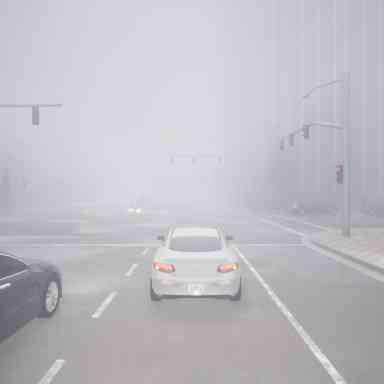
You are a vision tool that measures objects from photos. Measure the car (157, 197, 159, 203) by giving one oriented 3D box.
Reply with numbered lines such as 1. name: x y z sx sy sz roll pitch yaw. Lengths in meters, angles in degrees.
1. car: -8.018 1.561 69.016 1.994 1.385 4.181 0 0 -1

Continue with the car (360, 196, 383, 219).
1. car: 17.711 1.221 29.026 5.566 2.045 2.150 0 0 0

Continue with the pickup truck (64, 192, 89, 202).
1. pickup truck: -24.658 1.058 70.241 2.390 2.098 6.274 0 0 30

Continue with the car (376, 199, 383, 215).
1. car: 20.998 1.478 32.548 5.008 1.535 1.882 0 0 0

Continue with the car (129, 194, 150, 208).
1. car: -7.820 1.491 47.950 2.128 1.511 4.902 0 0 -1

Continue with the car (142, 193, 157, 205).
1. car: -7.944 1.222 57.970 2.150 2.045 5.566 0 0 -1

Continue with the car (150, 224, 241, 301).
1. car: 0.078 1.526 8.188 1.812 1.442 4.674 0 0 0

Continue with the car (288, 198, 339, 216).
1. car: 11.772 1.352 32.482 4.553 1.767 2.097 0 0 0

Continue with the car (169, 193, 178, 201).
1. car: -4.747 1.225 85.462 2.150 2.045 5.566 0 0 -1

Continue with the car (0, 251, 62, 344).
1. car: -3.436 1.505 4.538 1.837 1.490 4.892 0 0 0
